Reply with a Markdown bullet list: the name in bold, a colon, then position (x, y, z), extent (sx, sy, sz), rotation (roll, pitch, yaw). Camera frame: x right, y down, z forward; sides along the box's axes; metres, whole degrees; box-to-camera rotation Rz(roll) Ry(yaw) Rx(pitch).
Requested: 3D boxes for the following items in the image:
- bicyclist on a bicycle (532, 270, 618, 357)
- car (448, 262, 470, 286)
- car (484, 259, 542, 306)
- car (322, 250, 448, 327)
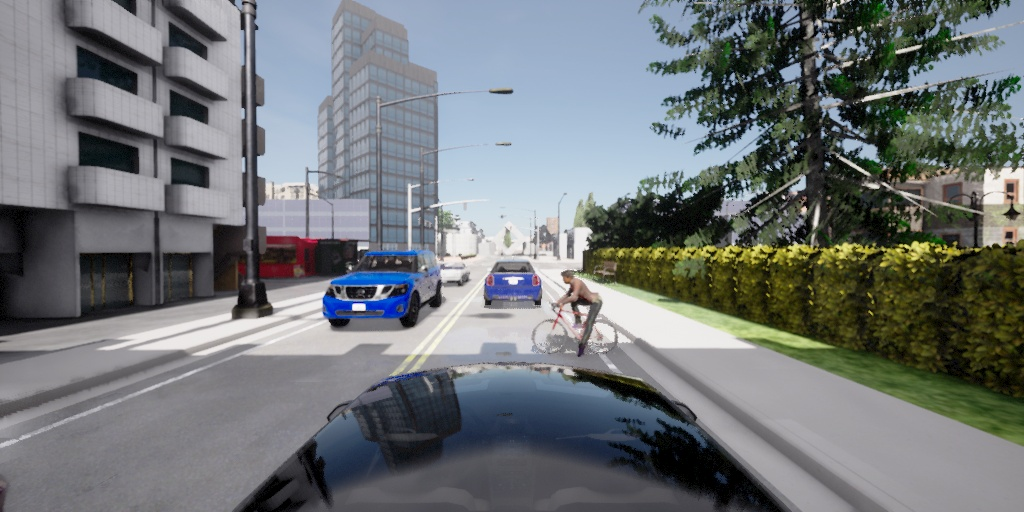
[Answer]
- **bicyclist on a bicycle**: position (1.213, 1.093, 6.868), extent (1.656, 1.620, 0.582), rotation (0, 1, 0)
- **car**: position (-3.681, 1.029, 21.602), extent (1.895, 1.301, 4.718), rotation (0, 1, 0)
- **car**: position (0.027, 0.893, 14.562), extent (2.097, 1.767, 4.553), rotation (0, 1, 0)
- **car**: position (-3.649, 0.817, 11.260), extent (2.150, 2.045, 5.566), rotation (0, 1, 0)
